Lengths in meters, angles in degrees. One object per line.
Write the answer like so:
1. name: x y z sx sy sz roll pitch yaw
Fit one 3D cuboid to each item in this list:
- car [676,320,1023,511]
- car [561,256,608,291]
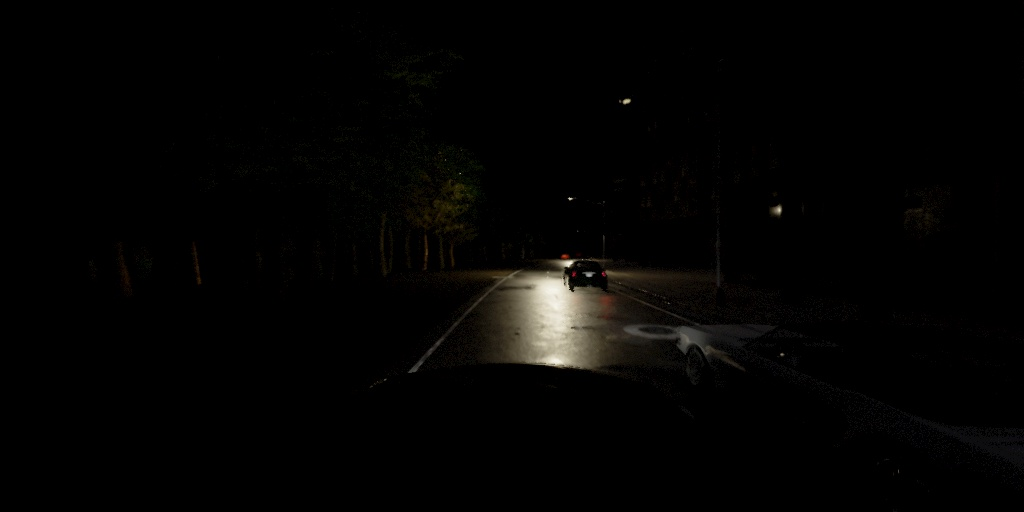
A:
1. car: 3.638 1.348 3.837 1.895 1.301 4.718 0 0 0
2. car: 4.256 1.039 21.345 2.097 1.767 4.553 0 0 3
